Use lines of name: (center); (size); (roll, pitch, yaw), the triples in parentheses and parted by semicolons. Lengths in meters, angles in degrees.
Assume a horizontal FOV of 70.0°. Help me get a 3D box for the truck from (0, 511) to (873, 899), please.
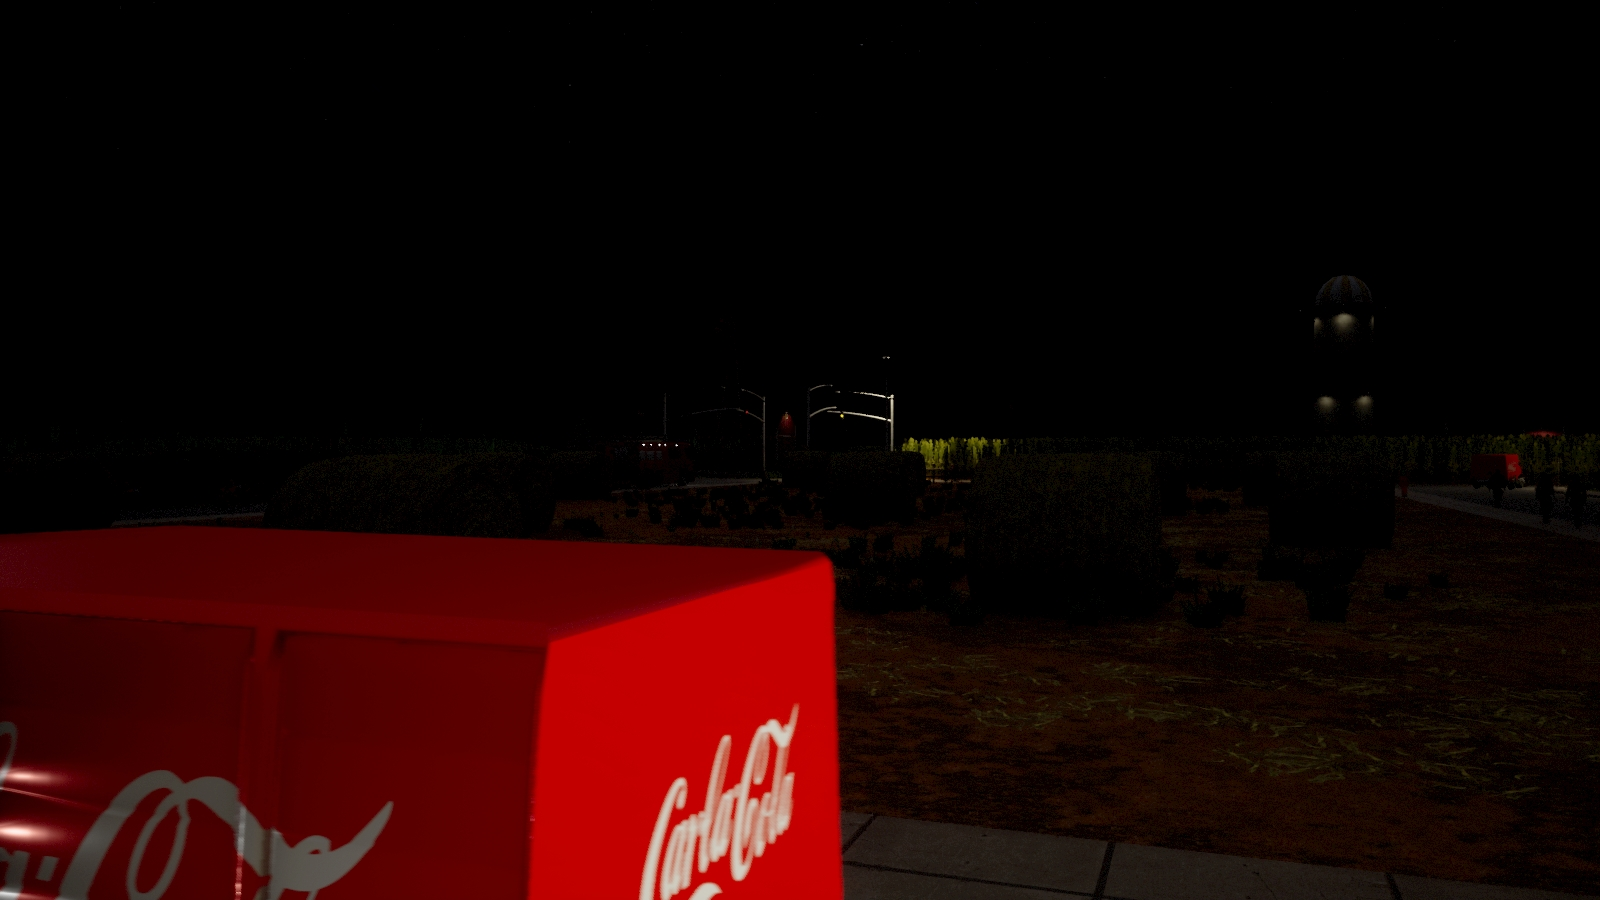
truck: (-2.601, 1.570, 4.246); (5.204, 2.467, 2.627); (0, 0, 20)

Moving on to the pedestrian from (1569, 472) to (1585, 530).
pedestrian: (25.517, 1.665, 37.517); (0.375, 1.860, 0.375); (0, 0, 27)

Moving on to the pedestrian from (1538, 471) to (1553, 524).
pedestrian: (26.174, 1.665, 40.122); (0.375, 1.860, 0.375); (0, 0, 26)
